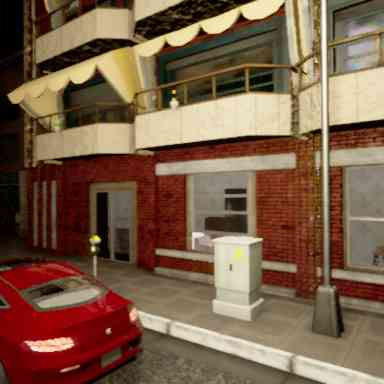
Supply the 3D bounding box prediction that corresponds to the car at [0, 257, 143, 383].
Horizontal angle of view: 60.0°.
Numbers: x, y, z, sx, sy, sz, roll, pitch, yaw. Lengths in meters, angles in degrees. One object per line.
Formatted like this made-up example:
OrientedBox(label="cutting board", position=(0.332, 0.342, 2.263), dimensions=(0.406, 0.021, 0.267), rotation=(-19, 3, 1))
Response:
OrientedBox(label="car", position=(-2.549, 1.621, 4.751), dimensions=(4.206, 1.307, 1.802), rotation=(-1, 0, 35))
